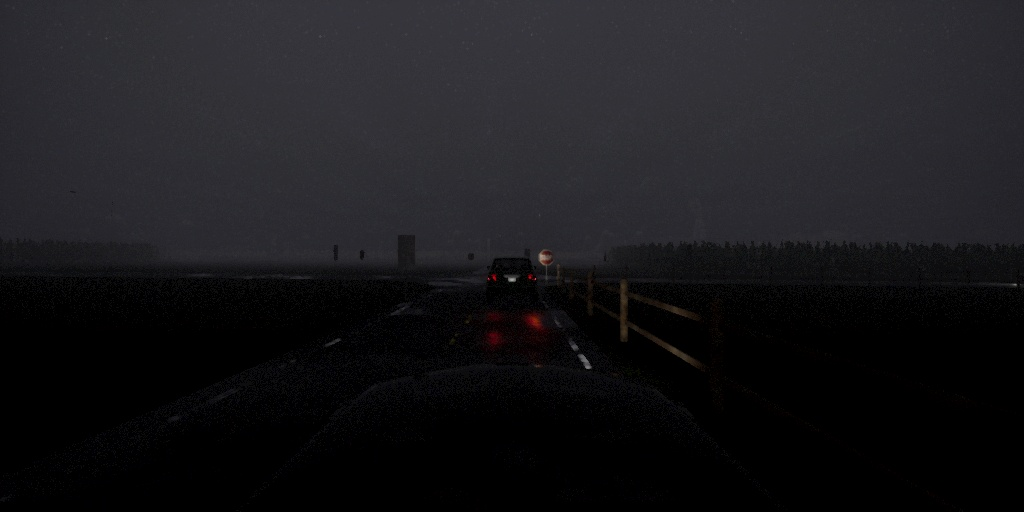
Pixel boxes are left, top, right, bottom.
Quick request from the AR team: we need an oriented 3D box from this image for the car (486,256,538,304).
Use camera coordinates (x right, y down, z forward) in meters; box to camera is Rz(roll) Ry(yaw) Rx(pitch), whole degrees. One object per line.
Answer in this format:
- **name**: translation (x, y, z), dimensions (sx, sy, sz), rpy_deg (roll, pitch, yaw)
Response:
- **car**: translation (0.000, 1.007, 16.532), dimensions (2.150, 2.045, 5.566), rpy_deg (0, 0, 0)

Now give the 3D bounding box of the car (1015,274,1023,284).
- **car**: translation (49.154, 1.772, 32.624), dimensions (4.553, 1.767, 2.097), rpy_deg (1, -1, 0)
